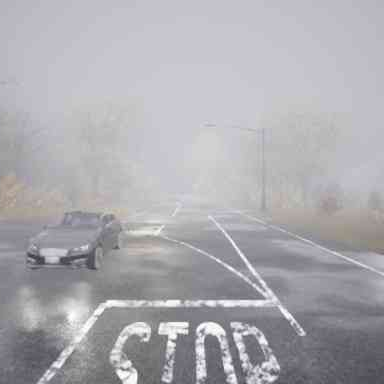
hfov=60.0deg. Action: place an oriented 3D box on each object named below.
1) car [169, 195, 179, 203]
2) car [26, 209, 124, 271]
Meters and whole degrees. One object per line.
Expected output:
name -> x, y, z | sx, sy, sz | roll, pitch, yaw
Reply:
car -> -3.864, 1.402, 71.932 | 2.097, 1.767, 4.553 | 0, 0, -1
car -> -3.496, 1.358, 10.782 | 2.128, 1.511, 4.902 | 1, 2, 0
